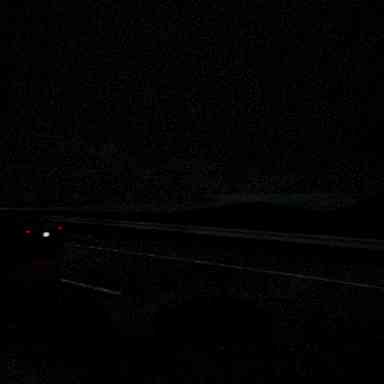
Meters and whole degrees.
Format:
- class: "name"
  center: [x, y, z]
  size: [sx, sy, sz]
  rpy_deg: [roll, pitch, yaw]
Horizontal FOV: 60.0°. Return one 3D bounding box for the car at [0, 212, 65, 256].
- class: "car"
  center: [-6.864, 1.475, 12.805]
  size: [4.181, 1.385, 1.994]
  rpy_deg: [0, 1, 31]
